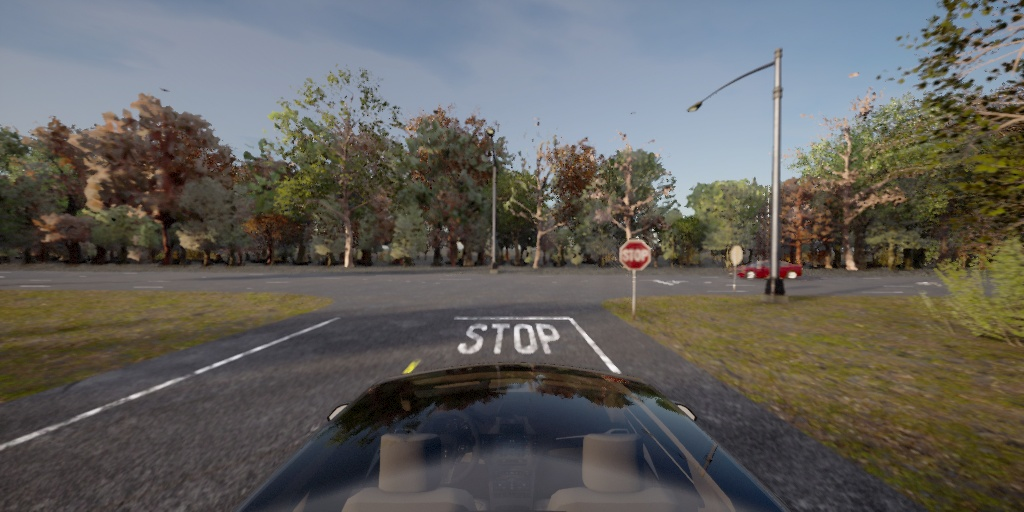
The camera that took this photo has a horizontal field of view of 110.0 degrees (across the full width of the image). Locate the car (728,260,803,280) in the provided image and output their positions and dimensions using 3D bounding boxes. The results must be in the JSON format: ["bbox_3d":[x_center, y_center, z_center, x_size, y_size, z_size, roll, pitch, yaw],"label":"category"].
[{"bbox_3d":[19.235,1.047,27.376,5.008,1.535,1.882,-1,1,0],"label":"car"}]
